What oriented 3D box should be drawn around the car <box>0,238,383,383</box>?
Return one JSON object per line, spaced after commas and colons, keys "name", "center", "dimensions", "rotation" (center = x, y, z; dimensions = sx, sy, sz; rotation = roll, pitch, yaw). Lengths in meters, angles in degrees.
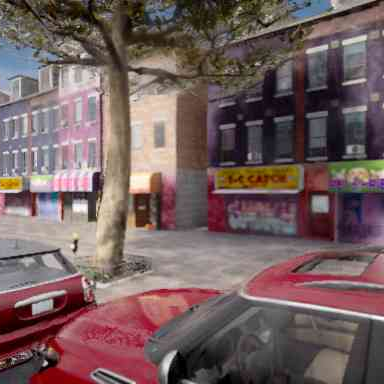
{"name": "car", "center": [1.088, 1.315, 2.033], "dimensions": [5.009, 1.841, 2.192], "rotation": [0, 0, 35]}
